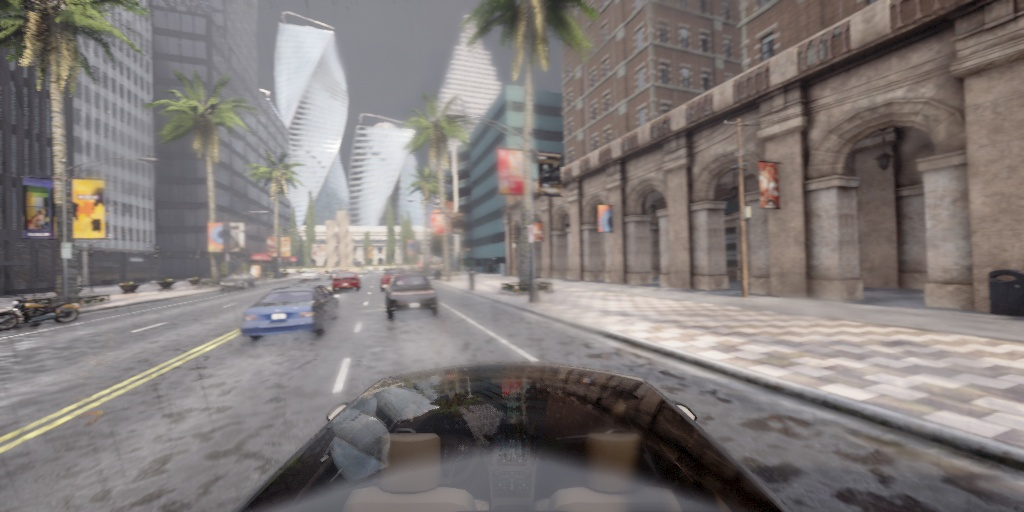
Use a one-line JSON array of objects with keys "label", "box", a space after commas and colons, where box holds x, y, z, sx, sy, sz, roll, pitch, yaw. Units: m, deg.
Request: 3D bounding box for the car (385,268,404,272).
[{"label": "car", "box": [-9.374, 1.749, 28.659, 2.097, 1.767, 4.553, -1, -1, -20]}]

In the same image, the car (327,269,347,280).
[{"label": "car", "box": [-26.491, 2.744, 54.466, 2.128, 1.511, 4.902, -1, -1, -20]}]

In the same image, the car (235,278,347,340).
[{"label": "car", "box": [-6.733, 1.628, 11.415, 2.033, 1.411, 5.357, -1, -1, -20]}]

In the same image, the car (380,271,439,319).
[{"label": "car", "box": [-4.190, 1.544, 14.682, 2.128, 1.511, 4.902, -1, -1, -20]}]

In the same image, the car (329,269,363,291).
[{"label": "car", "box": [-13.087, 1.982, 28.639, 1.882, 1.535, 5.008, -1, 0, -20]}]

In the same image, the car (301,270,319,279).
[{"label": "car", "box": [-29.483, 2.838, 52.449, 1.812, 1.442, 4.674, -1, -1, -20]}]
